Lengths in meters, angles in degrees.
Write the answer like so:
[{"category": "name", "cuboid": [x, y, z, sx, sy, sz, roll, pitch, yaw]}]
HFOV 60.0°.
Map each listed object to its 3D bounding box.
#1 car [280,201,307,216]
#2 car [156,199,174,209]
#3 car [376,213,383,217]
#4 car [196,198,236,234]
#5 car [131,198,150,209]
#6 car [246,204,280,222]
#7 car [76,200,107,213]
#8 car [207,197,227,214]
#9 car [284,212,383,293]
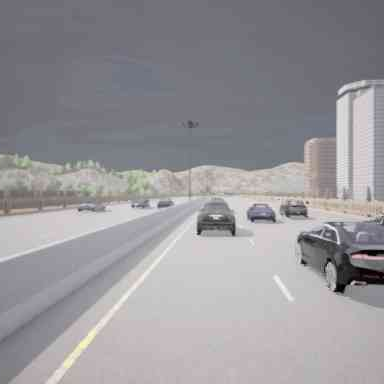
[{"category": "car", "cuboid": [9.346, 1.582, 30.985, 2.128, 1.511, 4.902, 0, 0, 5]}, {"category": "car", "cuboid": [-3.646, 1.635, 46.509, 2.033, 1.411, 5.357, 0, 0, 5]}, {"category": "car", "cuboid": [7.927, 1.537, 12.791, 2.128, 1.511, 4.902, 0, 0, 4]}, {"category": "car", "cuboid": [1.418, 1.380, 19.409, 2.097, 1.767, 4.553, 0, 0, 4]}, {"category": "car", "cuboid": [-7.157, 1.565, 46.431, 2.128, 1.511, 4.902, 0, 0, 5]}, {"category": "car", "cuboid": [5.518, 1.627, 26.956, 1.994, 1.385, 4.181, 0, 0, 5]}, {"category": "car", "cuboid": [-11.371, 1.624, 37.800, 1.895, 1.301, 4.718, 0, 0, 5]}, {"category": "car", "cuboid": [2.827, 1.435, 37.325, 2.097, 1.767, 4.553, 0, 0, 5]}, {"category": "car", "cuboid": [4.138, 1.515, 8.851, 2.128, 1.511, 4.902, 0, 0, 4]}]
